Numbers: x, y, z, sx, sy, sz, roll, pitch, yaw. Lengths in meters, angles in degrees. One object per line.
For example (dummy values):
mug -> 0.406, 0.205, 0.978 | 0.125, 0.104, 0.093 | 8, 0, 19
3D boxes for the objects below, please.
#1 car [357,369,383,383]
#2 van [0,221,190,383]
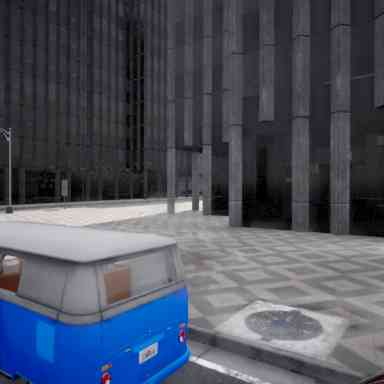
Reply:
car -> 2.567, 1.440, 1.135 | 4.097, 1.590, 1.967 | 0, 0, 35
van -> -1.932, 1.341, 4.340 | 3.998, 1.788, 1.690 | 0, 0, 35
